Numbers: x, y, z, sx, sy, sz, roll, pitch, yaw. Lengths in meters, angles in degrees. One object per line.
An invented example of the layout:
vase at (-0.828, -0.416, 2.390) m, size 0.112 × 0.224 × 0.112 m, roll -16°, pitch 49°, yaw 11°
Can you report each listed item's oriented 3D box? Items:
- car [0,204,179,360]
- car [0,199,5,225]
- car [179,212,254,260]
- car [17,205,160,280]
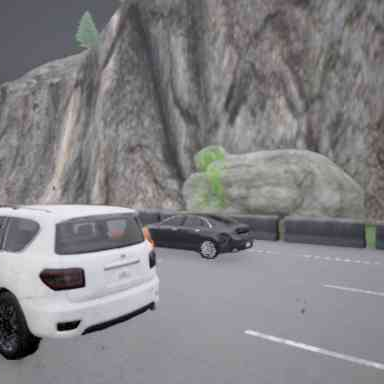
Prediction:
car at (-3.147, 1.251, 6.239) m, size 5.566 × 2.045 × 2.150 m, roll 0°, pitch 0°, yaw 36°
car at (-15.445, 1.381, 23.616) m, size 4.553 × 1.767 × 2.097 m, roll 0°, pitch 0°, yaw 36°
car at (-0.080, 1.539, 12.650) m, size 4.892 × 1.490 × 1.837 m, roll 0°, pitch 0°, yaw 36°
car at (-3.437, 1.390, 10.746) m, size 4.553 × 1.767 × 2.097 m, roll 0°, pitch 0°, yaw 36°
